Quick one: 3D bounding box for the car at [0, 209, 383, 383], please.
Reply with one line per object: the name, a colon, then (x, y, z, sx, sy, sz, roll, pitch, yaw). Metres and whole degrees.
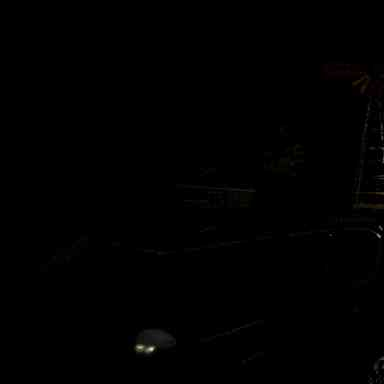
car: (-0.155, 1.225, 2.959, 5.566, 2.045, 2.150, 0, 0, -35)
